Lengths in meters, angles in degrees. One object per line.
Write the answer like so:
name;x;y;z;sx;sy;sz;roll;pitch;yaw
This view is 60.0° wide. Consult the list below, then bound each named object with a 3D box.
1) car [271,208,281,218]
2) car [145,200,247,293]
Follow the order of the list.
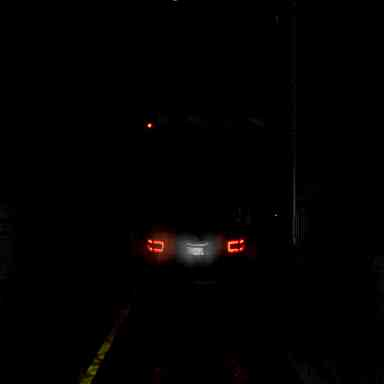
car;9.047;1.588;27.633;4.718;1.301;1.895;0;0;-10
car;0.079;1.222;9.010;2.150;2.045;5.566;0;0;0
